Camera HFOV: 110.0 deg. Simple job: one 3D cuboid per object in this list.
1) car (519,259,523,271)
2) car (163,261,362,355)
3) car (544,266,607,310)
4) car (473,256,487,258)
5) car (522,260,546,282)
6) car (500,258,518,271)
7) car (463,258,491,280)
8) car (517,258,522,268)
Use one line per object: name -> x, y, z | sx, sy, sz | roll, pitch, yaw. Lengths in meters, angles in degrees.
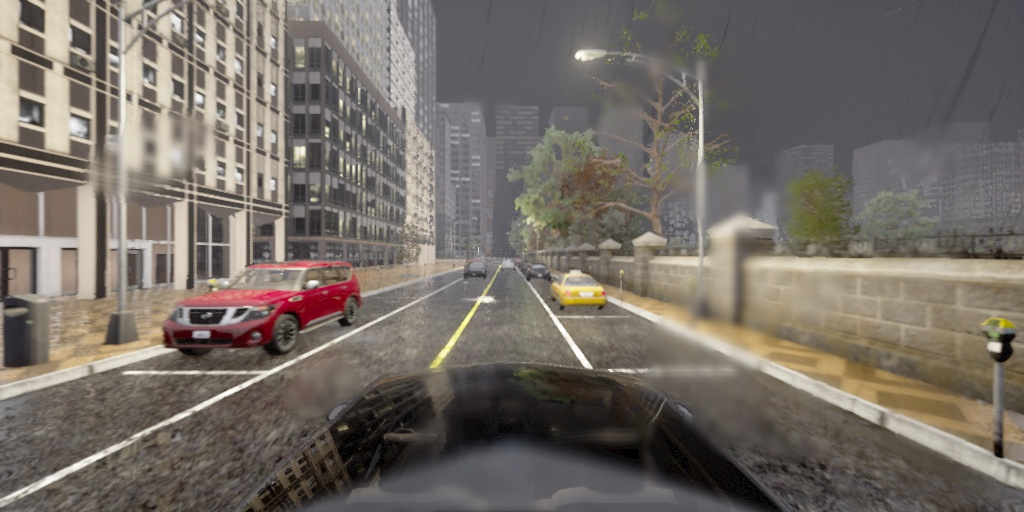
car -> 2.157, 1.304, 42.106 | 1.802, 1.307, 4.207 | 0, 0, -1
car -> -5.473, 1.064, 8.833 | 2.192, 1.841, 5.009 | 0, 0, 0
car -> 2.520, 1.269, 14.536 | 1.751, 1.417, 4.829 | 0, 0, 0
car -> -6.226, 1.018, 64.273 | 2.192, 1.841, 5.009 | 0, 0, -1
car -> 2.029, 1.260, 28.921 | 1.812, 1.442, 4.674 | 0, 0, -1
car -> -0.489, 1.244, 48.196 | 1.812, 1.442, 4.674 | 0, 0, 0
car -> -3.081, 1.211, 31.256 | 1.882, 1.535, 5.008 | 0, 0, -1
car -> 2.068, 1.283, 47.655 | 1.948, 1.339, 4.313 | 0, 0, -1
